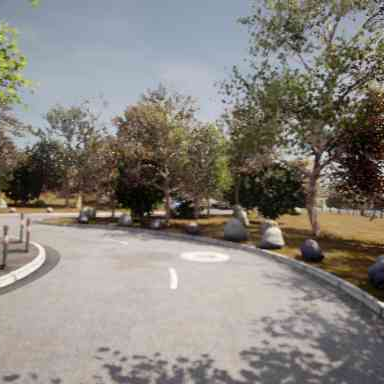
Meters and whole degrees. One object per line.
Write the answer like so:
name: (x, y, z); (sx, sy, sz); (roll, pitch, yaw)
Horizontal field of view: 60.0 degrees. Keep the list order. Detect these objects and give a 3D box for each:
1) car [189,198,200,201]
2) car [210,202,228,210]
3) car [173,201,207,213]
car: (0.772, 1.797, 62.219); (2.097, 1.767, 4.553); (4, 0, -39)
car: (4.973, 2.536, 61.445); (1.994, 1.385, 4.181); (3, 0, -23)
car: (-0.501, 2.339, 46.297); (1.895, 1.301, 4.718); (-1, -2, 42)
